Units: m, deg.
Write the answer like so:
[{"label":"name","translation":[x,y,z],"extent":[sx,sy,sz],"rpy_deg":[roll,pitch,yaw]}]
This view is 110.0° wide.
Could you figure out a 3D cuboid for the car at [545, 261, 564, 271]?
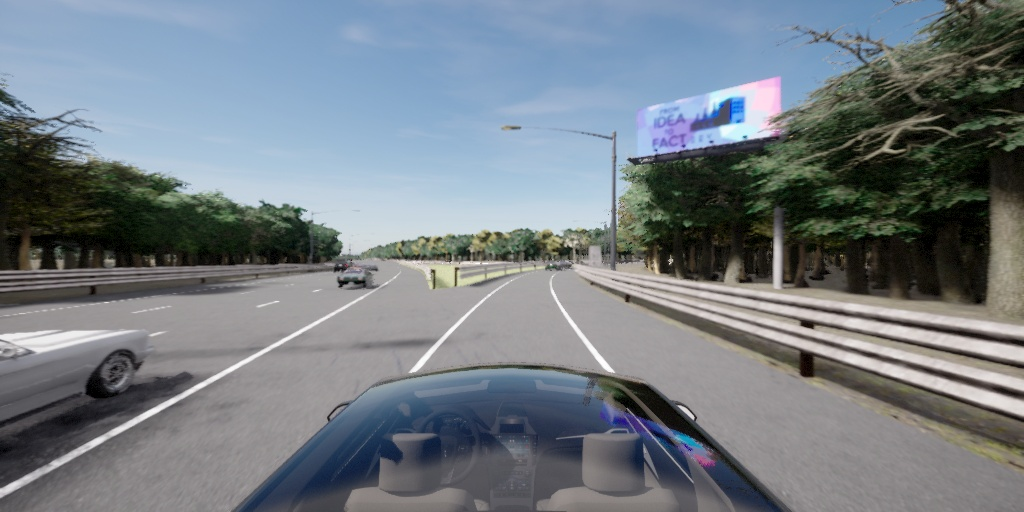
[{"label":"car","translation":[7.033,1.563,61.058],"extent":[2.097,1.767,4.553],"rpy_deg":[0,0,17]}]

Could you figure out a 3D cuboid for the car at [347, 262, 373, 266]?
[{"label":"car","translation":[-21.327,1.828,50.591],"extent":[2.128,1.511,4.902],"rpy_deg":[1,-1,-16]}]

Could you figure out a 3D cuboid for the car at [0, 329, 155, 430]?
[{"label":"car","translation":[-6.120,1.321,3.392],"extent":[1.895,1.301,4.718],"rpy_deg":[1,-1,-12]}]

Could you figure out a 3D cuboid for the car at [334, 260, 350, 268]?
[{"label":"car","translation":[-27.074,1.652,57.637],"extent":[2.150,2.045,5.566],"rpy_deg":[1,-1,-16]}]

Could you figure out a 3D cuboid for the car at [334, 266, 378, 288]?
[{"label":"car","translation":[-11.500,1.614,26.650],"extent":[1.895,1.301,4.718],"rpy_deg":[1,-1,-14]}]
